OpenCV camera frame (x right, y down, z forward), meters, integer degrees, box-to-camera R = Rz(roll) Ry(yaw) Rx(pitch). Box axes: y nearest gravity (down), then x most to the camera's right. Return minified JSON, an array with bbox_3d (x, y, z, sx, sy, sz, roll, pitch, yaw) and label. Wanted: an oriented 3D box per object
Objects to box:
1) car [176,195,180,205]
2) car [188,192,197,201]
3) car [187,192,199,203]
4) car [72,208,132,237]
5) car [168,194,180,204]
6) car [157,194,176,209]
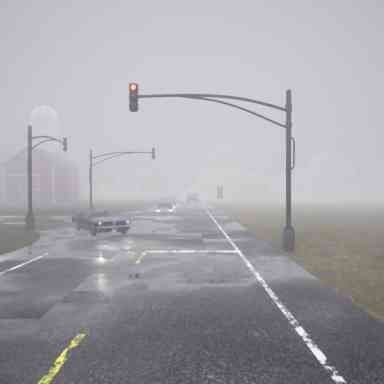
[{"bbox_3d":[-3.546,1.515,55.006,1.994,1.385,4.181,0,0,0],"label":"car"},{"bbox_3d":[0.076,1.115,85.554,2.150,2.045,5.566,0,0,0],"label":"car"},{"bbox_3d":[0.158,1.152,65.784,2.150,2.045,5.566,0,0,0],"label":"car"},{"bbox_3d":[-5.045,1.594,18.291,1.895,1.301,4.718,0,0,-34],"label":"car"},{"bbox_3d":[-3.486,1.286,65.031,2.097,1.767,4.553,0,0,1],"label":"car"},{"bbox_3d":[-3.561,1.443,45.112,1.882,1.535,5.008,0,0,0],"label":"car"}]
